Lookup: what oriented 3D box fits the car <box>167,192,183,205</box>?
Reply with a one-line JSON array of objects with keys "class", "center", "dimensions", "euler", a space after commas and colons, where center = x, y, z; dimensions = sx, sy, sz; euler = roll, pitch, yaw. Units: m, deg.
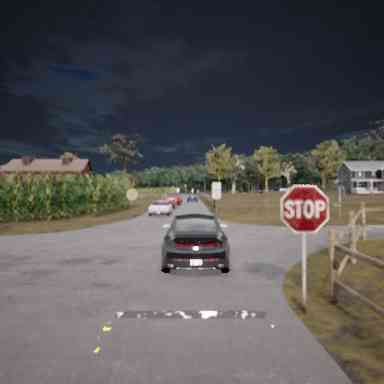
[{"class": "car", "center": [-2.808, 0.957, 49.607], "dimensions": [2.150, 2.045, 5.566], "euler": [0, 0, 0]}]

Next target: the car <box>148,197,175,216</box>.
[{"class": "car", "center": [-2.840, 1.444, 30.239], "dimensions": [1.895, 1.301, 4.718], "euler": [0, 0, 0]}]

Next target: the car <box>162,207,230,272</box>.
[{"class": "car", "center": [0.100, 1.455, 10.605], "dimensions": [1.837, 1.490, 4.892], "euler": [0, 1, 0]}]

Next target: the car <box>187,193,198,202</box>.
[{"class": "car", "center": [0.111, 1.017, 62.743], "dimensions": [2.097, 1.767, 4.553], "euler": [0, 0, 0]}]

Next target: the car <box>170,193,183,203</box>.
[{"class": "car", "center": [-2.740, 1.035, 59.548], "dimensions": [2.097, 1.767, 4.553], "euler": [0, 0, 0]}]

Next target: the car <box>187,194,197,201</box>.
[{"class": "car", "center": [0.038, 1.164, 72.982], "dimensions": [1.994, 1.385, 4.181], "euler": [0, 0, 0]}]

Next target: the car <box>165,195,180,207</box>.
[{"class": "car", "center": [-2.825, 1.390, 39.829], "dimensions": [1.895, 1.301, 4.718], "euler": [0, 0, 0]}]
